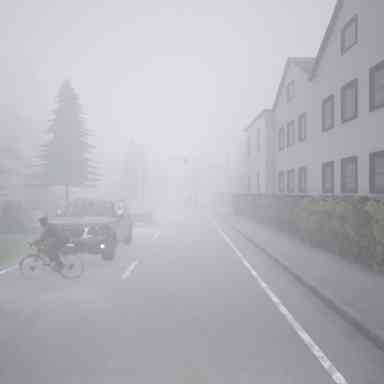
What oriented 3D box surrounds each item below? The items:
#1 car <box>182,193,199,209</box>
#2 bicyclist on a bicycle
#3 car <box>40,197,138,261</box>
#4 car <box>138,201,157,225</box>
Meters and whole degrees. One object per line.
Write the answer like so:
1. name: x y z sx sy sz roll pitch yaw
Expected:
1. car: -0.168 1.221 46.875 2.150 2.045 5.566 0 0 -3
2. bicyclist on a bicycle: -3.594 1.454 8.493 1.656 1.620 0.582 -2 0 0
3. car: -3.663 1.222 12.662 2.150 2.045 5.566 0 0 -1
4. car: -3.667 1.478 24.323 1.882 1.535 5.008 0 0 0
